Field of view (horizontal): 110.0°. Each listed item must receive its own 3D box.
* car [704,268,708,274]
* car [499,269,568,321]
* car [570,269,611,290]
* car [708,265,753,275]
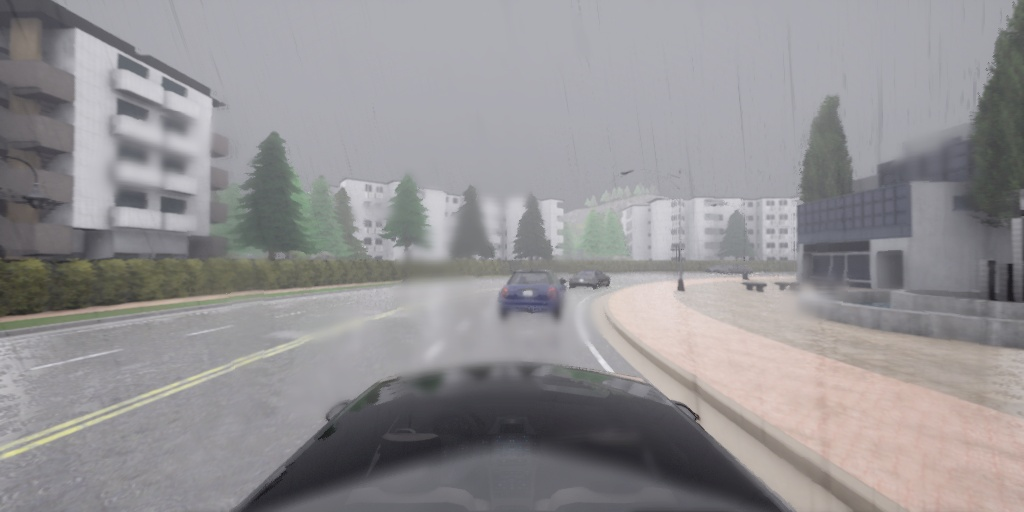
[{"bbox_3d":[31.860,2.047,55.066,4.181,1.385,1.994,0,-1,-9],"label":"car"},{"bbox_3d":[0.952,1.265,13.555,2.097,1.767,4.553,0,-1,11],"label":"car"},{"bbox_3d":[5.751,1.650,26.043,1.994,1.385,4.181,-1,-1,31],"label":"car"},{"bbox_3d":[31.758,1.983,51.568,5.357,1.411,2.033,0,-1,-9],"label":"car"}]
